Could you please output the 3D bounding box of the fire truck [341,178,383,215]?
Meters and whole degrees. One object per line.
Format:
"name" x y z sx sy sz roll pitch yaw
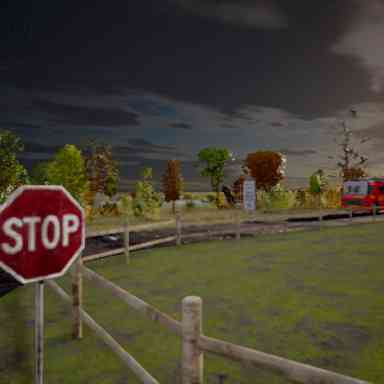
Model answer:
"fire truck" 19.753 0.440 36.376 8.468 3.827 2.891 0 0 -37
